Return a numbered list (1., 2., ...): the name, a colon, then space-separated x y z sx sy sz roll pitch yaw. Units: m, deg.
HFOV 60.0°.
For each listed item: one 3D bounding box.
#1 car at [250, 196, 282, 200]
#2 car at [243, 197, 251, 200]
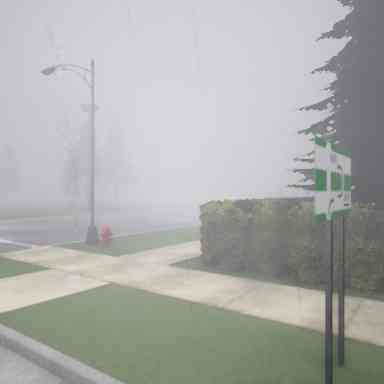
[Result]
1. car: 10.153 1.526 45.286 1.812 1.442 4.674 0 0 36
2. car: 10.515 1.547 57.659 2.033 1.411 5.357 0 0 38
